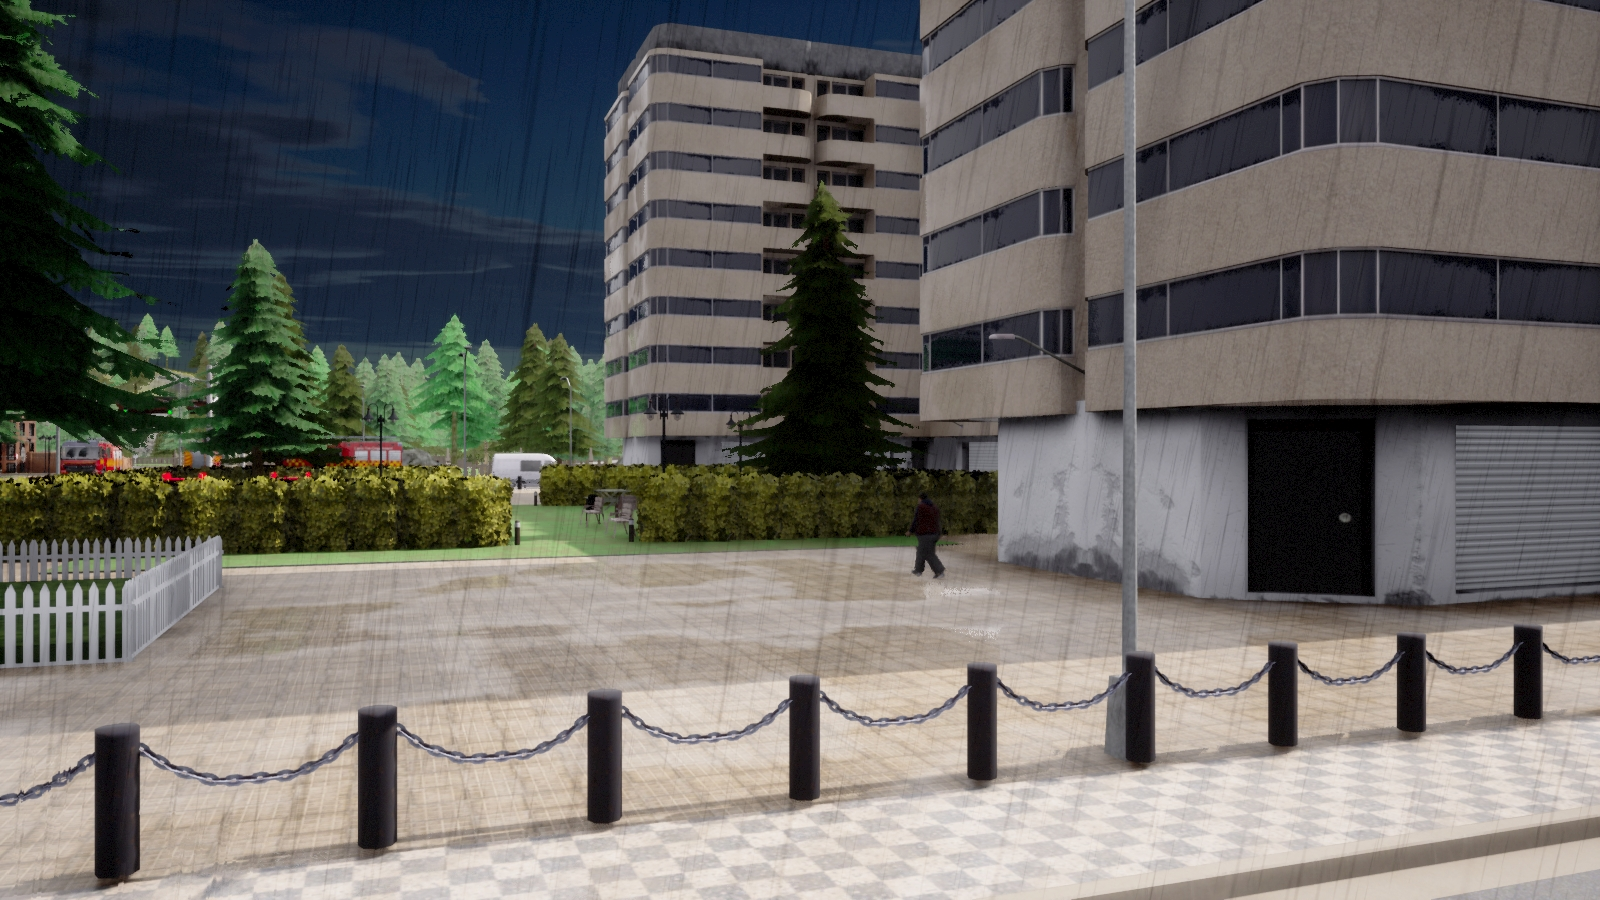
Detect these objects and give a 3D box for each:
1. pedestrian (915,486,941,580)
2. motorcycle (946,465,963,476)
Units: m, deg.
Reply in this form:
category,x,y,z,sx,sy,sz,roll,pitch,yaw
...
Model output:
category,x,y,z,sx,sy,sz,roll,pitch,yaw
pedestrian,2.608,1.675,23.239,0.375,1.860,0.375,0,0,-43
motorcycle,16.084,2.131,119.009,0.803,1.199,2.033,0,0,-20
